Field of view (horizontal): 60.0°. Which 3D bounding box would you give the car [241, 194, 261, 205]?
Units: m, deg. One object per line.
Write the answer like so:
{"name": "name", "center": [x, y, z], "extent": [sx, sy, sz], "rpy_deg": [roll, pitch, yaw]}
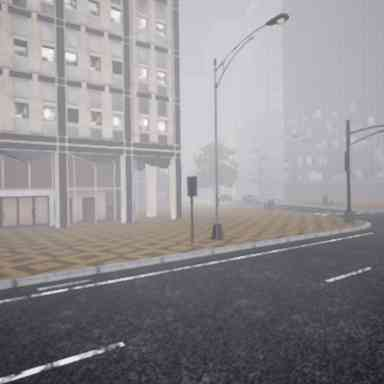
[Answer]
{"name": "car", "center": [8.684, 1.147, 49.578], "extent": [1.837, 1.490, 4.892], "rpy_deg": [-1, 0, -7]}

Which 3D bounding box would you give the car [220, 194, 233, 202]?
{"name": "car", "center": [6.661, 1.128, 64.992], "extent": [1.837, 1.490, 4.892], "rpy_deg": [-1, 0, -7]}
